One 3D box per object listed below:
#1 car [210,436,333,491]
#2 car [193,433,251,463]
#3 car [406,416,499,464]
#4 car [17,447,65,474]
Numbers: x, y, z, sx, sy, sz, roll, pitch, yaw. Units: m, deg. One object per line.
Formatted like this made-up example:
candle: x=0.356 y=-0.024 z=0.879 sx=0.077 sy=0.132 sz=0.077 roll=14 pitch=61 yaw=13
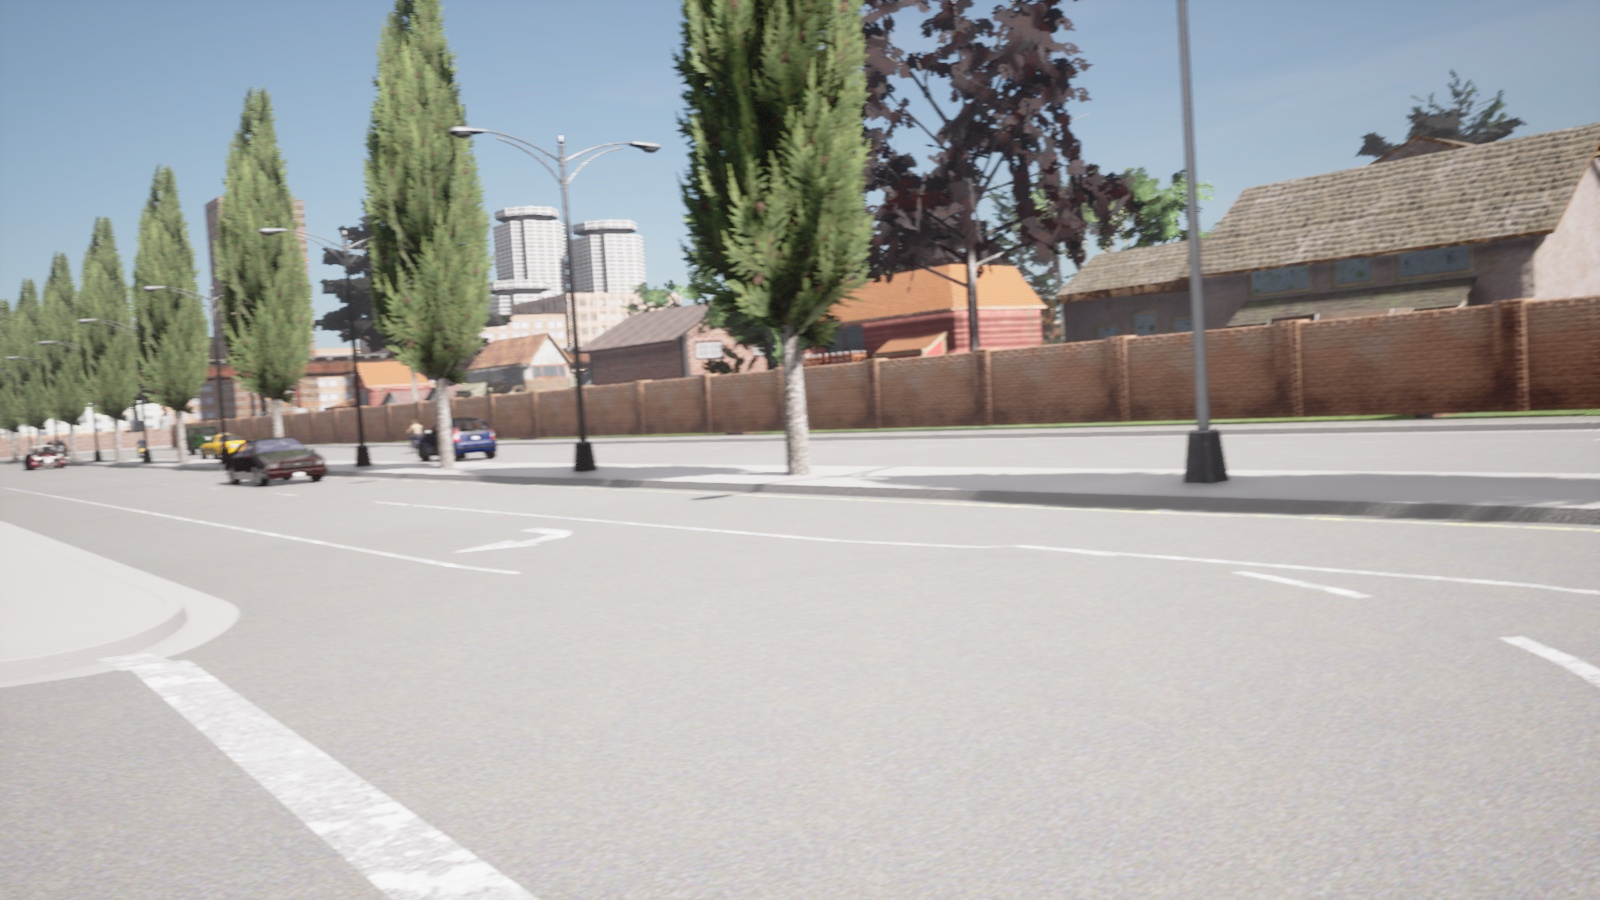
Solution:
car: x=-16.270 y=0.406 z=38.477 sx=2.033 sy=1.411 sz=5.357 roll=-6 pitch=3 yaw=-38
car: x=-34.260 y=-0.121 z=74.355 sx=1.801 sy=1.575 sz=5.366 roll=-6 pitch=3 yaw=-38
car: x=-13.156 y=-0.377 z=47.410 sx=1.851 sy=1.617 sz=3.988 roll=-6 pitch=3 yaw=-38
car: x=-46.879 y=0.637 z=77.541 sx=1.970 sy=1.475 sz=3.806 roll=-6 pitch=3 yaw=-38
